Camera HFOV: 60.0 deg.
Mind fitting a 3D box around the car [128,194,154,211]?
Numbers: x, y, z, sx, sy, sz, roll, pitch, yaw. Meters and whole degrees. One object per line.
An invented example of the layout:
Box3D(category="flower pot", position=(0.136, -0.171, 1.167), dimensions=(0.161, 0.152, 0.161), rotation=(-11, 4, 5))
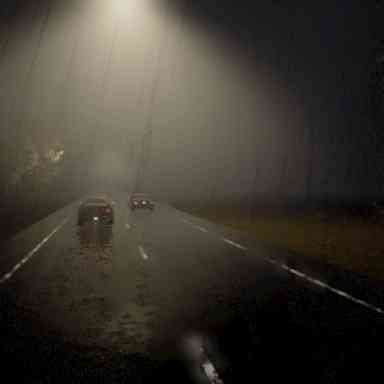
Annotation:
Box3D(category="car", position=(-4.486, 0.860, 28.940), dimensions=(2.033, 1.411, 5.357), rotation=(0, 1, -15))

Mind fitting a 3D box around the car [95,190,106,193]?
Box3D(category="car", position=(-11.691, 0.509, 42.450), dimensions=(1.812, 1.442, 4.674), rotation=(0, 1, -15))

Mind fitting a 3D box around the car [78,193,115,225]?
Box3D(category="car", position=(-5.654, 1.035, 19.697), dimensions=(1.837, 1.490, 4.892), rotation=(0, 2, -15))
